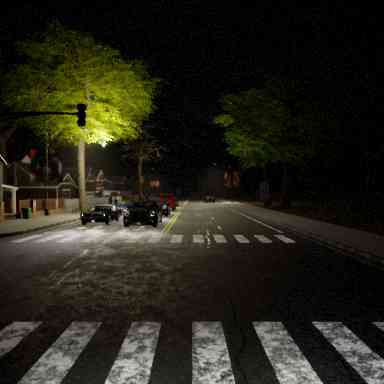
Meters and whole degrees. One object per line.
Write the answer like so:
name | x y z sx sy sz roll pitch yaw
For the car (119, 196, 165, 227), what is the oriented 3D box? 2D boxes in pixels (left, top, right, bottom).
car | -3.240 1.345 22.531 2.097 1.767 4.553 0 0 0

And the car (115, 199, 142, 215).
car | -6.422 1.518 34.200 1.812 1.442 4.674 0 0 0

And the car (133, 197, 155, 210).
car | -6.374 1.486 44.640 2.128 1.511 4.902 0 0 1

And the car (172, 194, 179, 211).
car | -3.148 1.215 41.223 2.150 2.045 5.566 0 0 0

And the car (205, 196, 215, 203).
car | 3.669 1.505 67.644 1.837 1.490 4.892 0 0 1

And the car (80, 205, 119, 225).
car | -6.482 1.594 24.028 1.895 1.301 4.718 0 0 0

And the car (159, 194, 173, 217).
car | -3.197 1.344 31.389 2.097 1.767 4.553 0 0 0

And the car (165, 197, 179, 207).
car | -3.062 1.500 51.662 1.837 1.490 4.892 0 0 1
